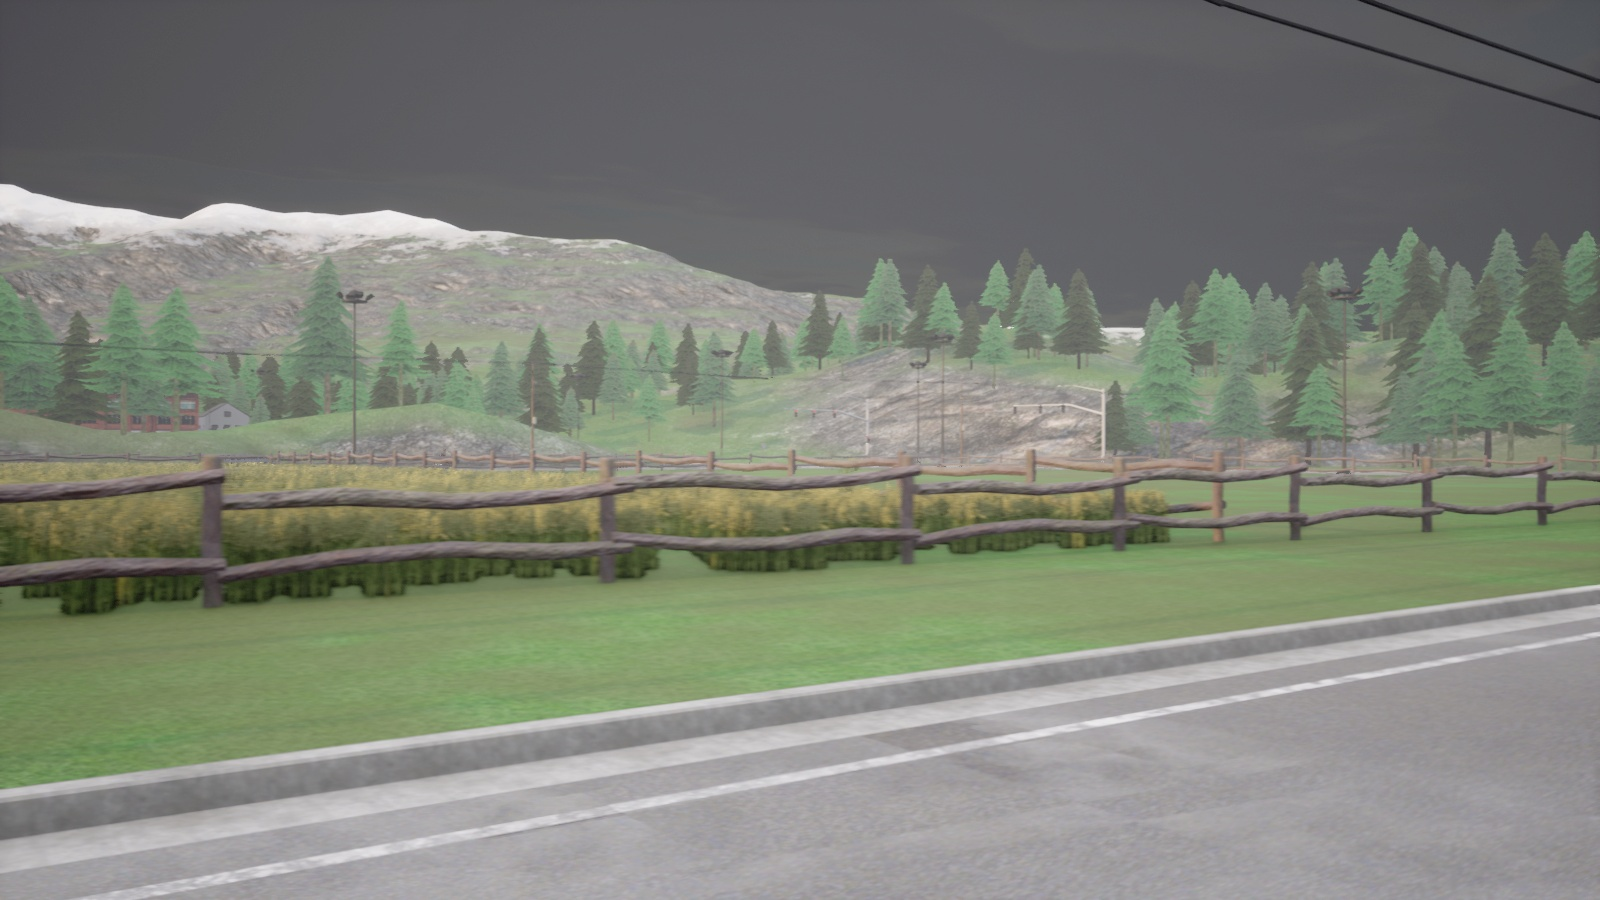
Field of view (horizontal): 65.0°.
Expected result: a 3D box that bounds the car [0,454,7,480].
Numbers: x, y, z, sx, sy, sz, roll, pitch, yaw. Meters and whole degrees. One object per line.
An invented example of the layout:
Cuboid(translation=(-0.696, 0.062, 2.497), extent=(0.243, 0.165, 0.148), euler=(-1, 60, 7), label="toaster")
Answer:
Cuboid(translation=(-49.213, 1.004, 74.332), extent=(3.705, 1.549, 1.789), euler=(1, -1, -35), label="car")

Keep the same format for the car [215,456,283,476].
Cuboid(translation=(-39.391, 1.104, 89.790), extent=(4.181, 1.385, 1.994), euler=(0, 0, -35), label="car")
